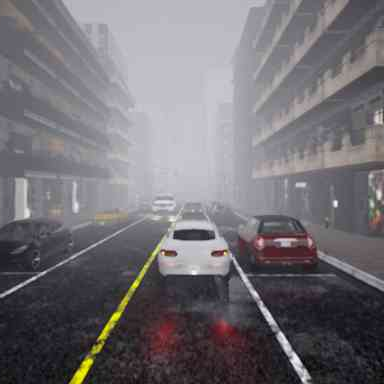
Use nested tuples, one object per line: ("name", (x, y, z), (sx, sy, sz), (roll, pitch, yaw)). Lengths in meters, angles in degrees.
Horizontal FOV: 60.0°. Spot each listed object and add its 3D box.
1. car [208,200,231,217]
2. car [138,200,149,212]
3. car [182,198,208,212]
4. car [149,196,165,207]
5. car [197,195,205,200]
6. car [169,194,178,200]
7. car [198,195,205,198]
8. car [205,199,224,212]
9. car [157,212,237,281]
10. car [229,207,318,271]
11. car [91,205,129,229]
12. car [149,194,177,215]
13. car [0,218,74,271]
("car", (2.563, 1.603, 27.995), (1.802, 1.307, 4.206), (-1, 0, 0))
("car", (-5.314, 1.579, 39.208), (2.008, 1.369, 4.403), (-1, 0, 0))
("car", (0.094, 1.569, 29.314), (2.033, 1.411, 5.357), (0, 0, 0))
("car", (-5.441, 1.476, 52.283), (1.967, 1.590, 4.097), (-1, 0, 0))
("car", (2.583, 1.611, 94.199), (2.008, 1.369, 4.403), (-1, 0, 0))
("car", (-5.300, 1.375, 94.261), (2.192, 1.841, 5.009), (-1, 0, 0))
("car", (2.582, 1.640, 88.660), (1.802, 1.307, 4.206), (-1, 0, 0))
("car", (2.566, 1.594, 39.324), (1.947, 1.339, 4.313), (-1, 0, 0))
("car", (0.065, 1.533, 9.727), (1.812, 1.442, 4.674), (0, 0, 0))
("car", (2.556, 1.448, 11.002), (1.967, 1.590, 4.097), (-1, 0, 0))
("car", (-5.320, 1.542, 22.084), (1.752, 1.417, 4.829), (-1, 0, 0))
("car", (-2.840, 1.247, 35.156), (2.150, 2.045, 5.566), (0, 0, 0))
("car", (-5.322, 1.574, 10.951), (1.947, 1.339, 4.313), (-1, 0, 0))
